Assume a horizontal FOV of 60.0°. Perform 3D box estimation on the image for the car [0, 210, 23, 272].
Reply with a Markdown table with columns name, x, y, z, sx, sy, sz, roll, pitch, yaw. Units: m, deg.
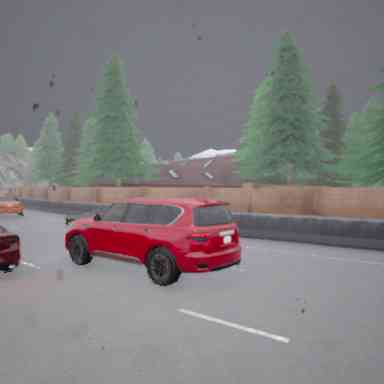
| name | x | y | z | sx | sy | sz | roll | pitch | yaw |
| --- | --- | --- | --- | --- | --- | --- | --- | --- | --- |
| car | -6.652 | 1.367 | 9.336 | 5.008 | 1.535 | 1.882 | 1 | 1 | 40 |

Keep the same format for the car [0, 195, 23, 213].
| name | x | y | z | sx | sy | sz | roll | pitch | yaw |
| --- | --- | --- | --- | --- | --- | --- | --- | --- | --- |
| car | -15.694 | 1.060 | 27.555 | 2.097 | 1.767 | 4.553 | 0 | 0 | -43 |

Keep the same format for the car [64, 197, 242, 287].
| name | x | y | z | sx | sy | sz | roll | pitch | yaw |
| --- | --- | --- | --- | --- | --- | --- | --- | --- | --- |
| car | -1.294 | 1.162 | 9.451 | 5.566 | 2.045 | 2.150 | 1 | 1 | 38 |

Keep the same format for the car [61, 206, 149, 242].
| name | x | y | z | sx | sy | sz | roll | pitch | yaw |
| --- | --- | --- | --- | --- | --- | --- | --- | --- | --- |
| car | -4.434 | 1.470 | 16.616 | 4.718 | 1.301 | 1.895 | 1 | 0 | 41 |
